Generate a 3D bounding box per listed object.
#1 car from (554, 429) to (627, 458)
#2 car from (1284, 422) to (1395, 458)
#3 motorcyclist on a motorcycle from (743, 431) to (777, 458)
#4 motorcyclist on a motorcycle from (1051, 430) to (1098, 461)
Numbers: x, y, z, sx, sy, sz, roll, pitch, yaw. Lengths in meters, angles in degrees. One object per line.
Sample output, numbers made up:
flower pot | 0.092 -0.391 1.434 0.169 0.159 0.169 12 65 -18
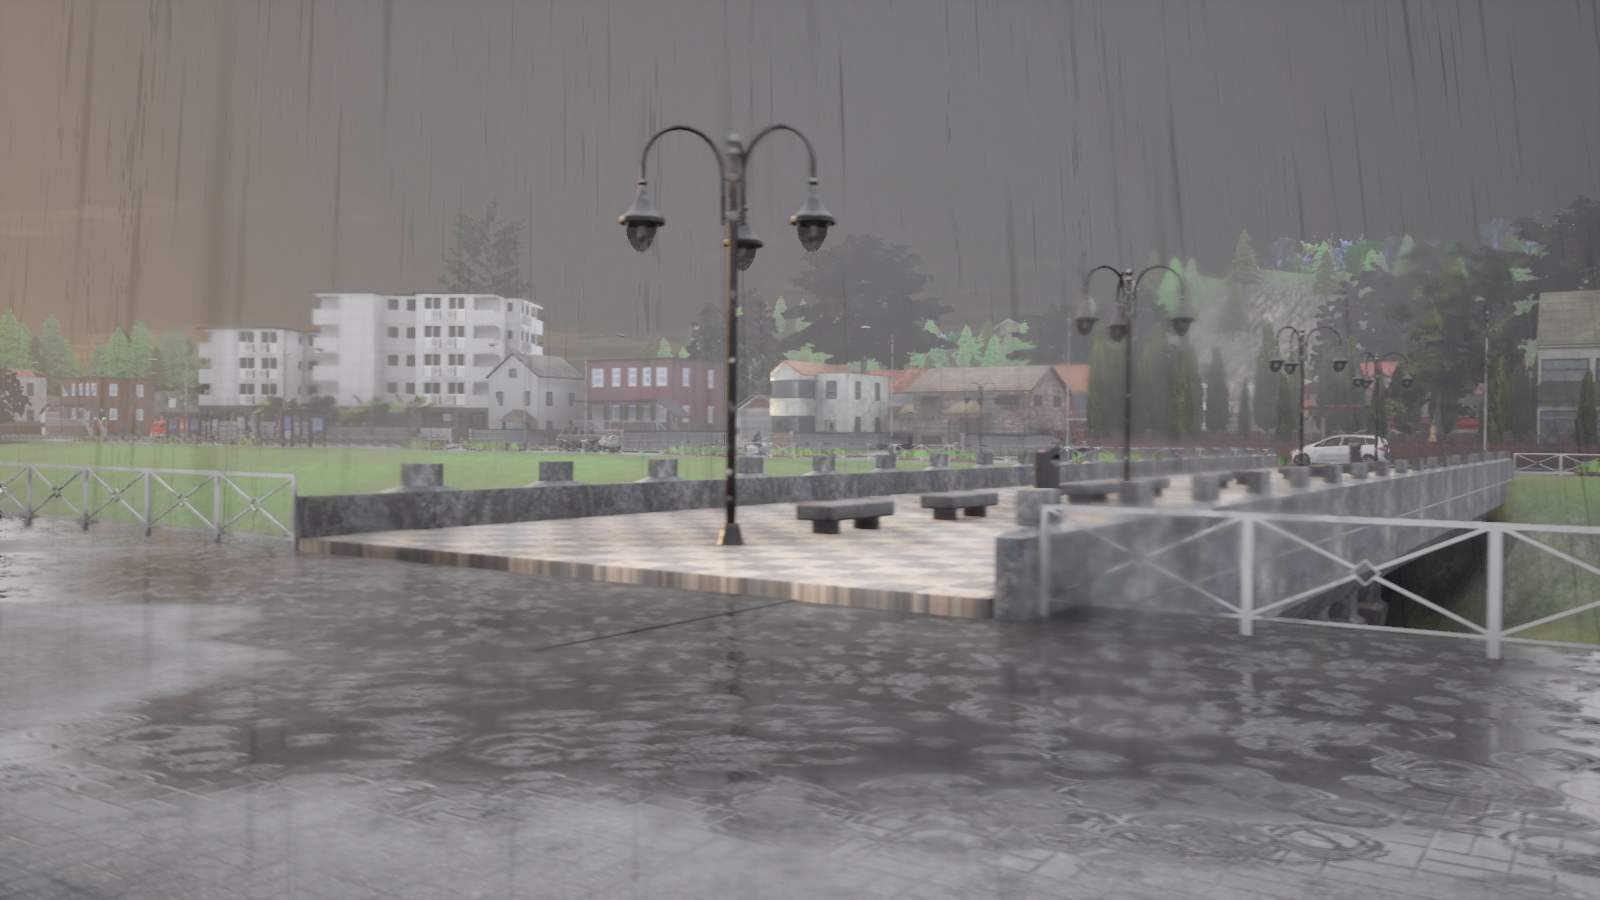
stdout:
car | -13.800 -0.455 82.641 4.605 1.855 1.932 0 1 34
car | 26.142 -0.492 60.896 4.611 1.667 2.242 0 1 34
motorcyclist on a motorcycle | -2.392 -0.318 75.061 1.817 1.590 0.866 0 1 34
motorcyclist on a motorcycle | 14.032 -0.236 64.146 2.191 1.530 0.866 0 1 34
